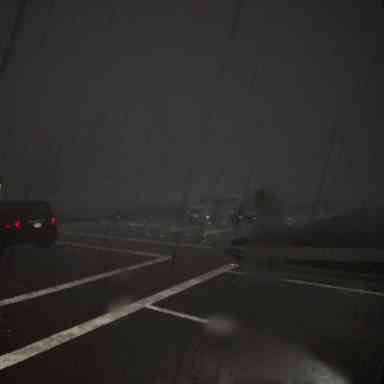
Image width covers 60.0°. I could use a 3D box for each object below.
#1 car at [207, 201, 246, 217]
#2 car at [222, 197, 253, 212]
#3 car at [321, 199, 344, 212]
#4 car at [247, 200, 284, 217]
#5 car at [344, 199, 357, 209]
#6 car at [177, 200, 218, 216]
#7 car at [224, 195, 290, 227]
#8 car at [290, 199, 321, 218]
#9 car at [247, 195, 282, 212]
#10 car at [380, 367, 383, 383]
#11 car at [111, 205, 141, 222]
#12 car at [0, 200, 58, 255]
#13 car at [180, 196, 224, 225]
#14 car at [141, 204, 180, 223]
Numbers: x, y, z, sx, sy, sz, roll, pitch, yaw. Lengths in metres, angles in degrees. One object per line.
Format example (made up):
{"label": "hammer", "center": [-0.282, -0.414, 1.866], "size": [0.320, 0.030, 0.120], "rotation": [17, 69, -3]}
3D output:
{"label": "car", "center": [3.645, 1.681, 34.366], "size": [1.812, 1.442, 4.674], "rotation": [-1, 0, 36]}
{"label": "car", "center": [6.058, 1.538, 43.586], "size": [2.097, 1.767, 4.553], "rotation": [-1, 0, 36]}
{"label": "car", "center": [16.246, 1.654, 39.710], "size": [1.994, 1.385, 4.181], "rotation": [-1, 0, 37]}
{"label": "car", "center": [7.562, 1.601, 33.795], "size": [1.882, 1.535, 5.008], "rotation": [-1, 0, 36]}
{"label": "car", "center": [22.496, 1.689, 48.194], "size": [1.895, 1.301, 4.718], "rotation": [-1, 0, 37]}
{"label": "car", "center": [0.656, 1.665, 36.211], "size": [1.882, 1.535, 5.008], "rotation": [-1, 0, 36]}
{"label": "car", "center": [4.858, 1.313, 24.166], "size": [2.150, 2.045, 5.566], "rotation": [-1, 0, 37]}
{"label": "car", "center": [10.384, 1.655, 31.721], "size": [1.994, 1.385, 4.181], "rotation": [-1, 0, 36]}
{"label": "car", "center": [9.234, 1.376, 42.002], "size": [2.150, 2.045, 5.566], "rotation": [-1, 0, 36]}
{"label": "car", "center": [3.230, 1.547, 1.689], "size": [4.181, 1.385, 1.994], "rotation": [-1, 0, 35]}
{"label": "car", "center": [-4.701, 1.789, 28.891], "size": [1.895, 1.301, 4.718], "rotation": [-1, 0, 36]}
{"label": "car", "center": [-7.932, 1.353, 13.949], "size": [5.566, 2.045, 2.150], "rotation": [-1, 0, 36]}
{"label": "car", "center": [1.857, 1.346, 26.005], "size": [2.150, 2.045, 5.566], "rotation": [-1, 0, 36]}
{"label": "car", "center": [-1.655, 1.682, 27.128], "size": [1.812, 1.442, 4.674], "rotation": [-1, 0, 36]}
